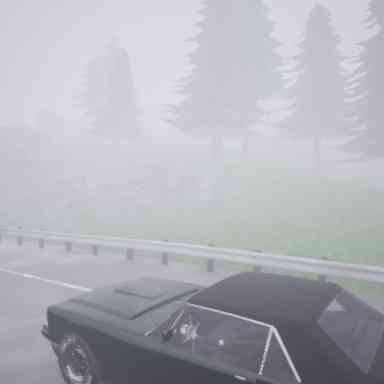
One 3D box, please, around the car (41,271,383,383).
[{"bbox_3d":[0.460,1.594,3.569,4.718,1.301,1.895,0,0,35],"label":"car"}]
